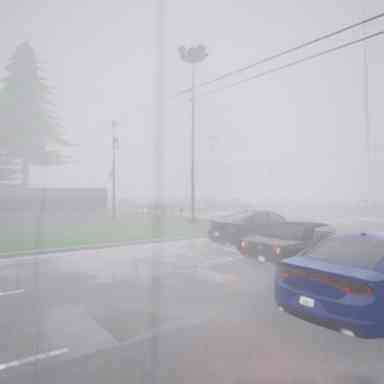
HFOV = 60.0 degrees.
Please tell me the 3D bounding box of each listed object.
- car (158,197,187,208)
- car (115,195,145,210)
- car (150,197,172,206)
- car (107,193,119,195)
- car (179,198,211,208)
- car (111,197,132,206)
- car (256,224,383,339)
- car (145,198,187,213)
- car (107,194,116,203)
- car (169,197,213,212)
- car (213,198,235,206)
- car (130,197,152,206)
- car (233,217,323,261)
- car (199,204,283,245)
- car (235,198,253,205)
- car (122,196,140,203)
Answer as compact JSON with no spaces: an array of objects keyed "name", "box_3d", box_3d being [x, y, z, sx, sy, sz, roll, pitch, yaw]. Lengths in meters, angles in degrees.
[{"name":"car","box_3d":[-2.909,1.509,48.845,1.882,1.535,5.008,0,0,-36]},{"name":"car","box_3d":[-8.370,1.528,44.435,1.837,1.490,4.892,0,0,-36]},{"name":"car","box_3d":[-5.442,1.599,58.368,1.994,1.385,4.181,0,0,-36]},{"name":"car","box_3d":[-15.702,1.262,66.643,2.150,2.045,5.566,0,0,-36]},{"name":"car","box_3d":[0.388,1.583,50.273,2.033,1.411,5.357,0,0,-36]},{"name":"car","box_3d":[-11.700,1.592,55.058,1.994,1.385,4.181,0,0,-36]},{"name":"car","box_3d":[3.730,1.486,6.410,5.008,1.535,1.882,0,0,-36]},{"name":"car","box_3d":[-2.984,1.624,36.990,1.895,1.301,4.718,0,0,-36]},{"name":"car","box_3d":[-14.333,1.514,52.711,2.128,1.511,4.902,0,0,-36]},{"name":"car","box_3d":[-0.236,1.519,39.168,2.128,1.511,4.902,0,0,-36]},{"name":"car","box_3d":[2.624,1.536,41.189,1.837,1.490,4.892,0,0,-36]},{"name":"car","box_3d":[-8.705,1.596,56.901,1.994,1.385,4.181,0,0,-36]},{"name":"car","box_3d":[3.785,1.612,10.753,4.718,1.301,1.895,0,0,-36]},{"name":"car","box_3d":[2.962,1.491,14.465,5.008,1.535,1.882,0,0,-36]},{"name":"car","box_3d":[5.997,1.562,42.502,1.812,1.442,4.674,0,0,-36]},{"name":"car","box_3d":[-12.660,1.507,68.409,1.812,1.442,4.674,0,0,-36]}]
